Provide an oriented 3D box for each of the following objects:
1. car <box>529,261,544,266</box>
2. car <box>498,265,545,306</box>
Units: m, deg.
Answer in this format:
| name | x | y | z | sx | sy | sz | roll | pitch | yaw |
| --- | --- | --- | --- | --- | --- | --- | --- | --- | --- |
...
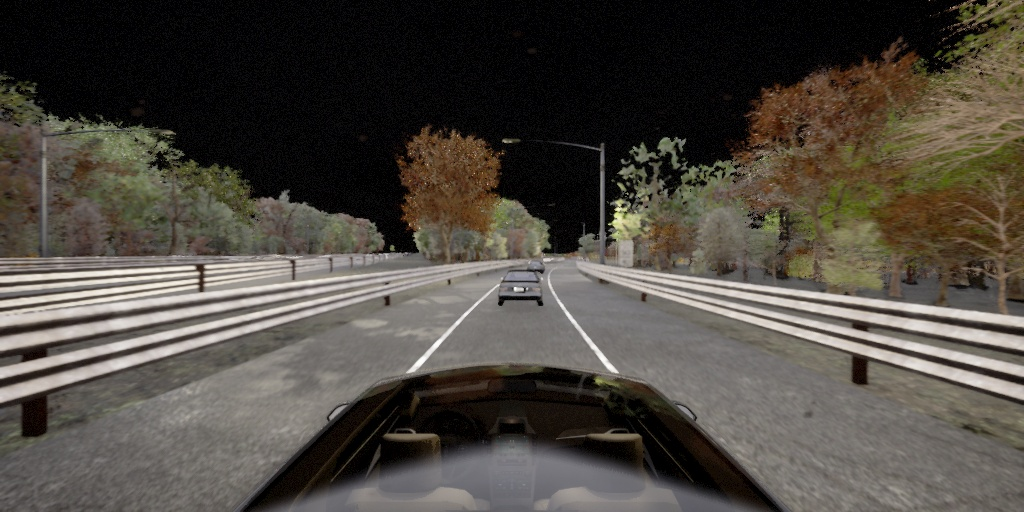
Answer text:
| name | x | y | z | sx | sy | sz | roll | pitch | yaw |
| --- | --- | --- | --- | --- | --- | --- | --- | --- | --- |
| car | 2.961 | 1.328 | 43.499 | 1.994 | 1.385 | 4.181 | 0 | 0 | 8 |
| car | 0.424 | 1.308 | 15.977 | 2.033 | 1.411 | 5.357 | 0 | 0 | 3 |
